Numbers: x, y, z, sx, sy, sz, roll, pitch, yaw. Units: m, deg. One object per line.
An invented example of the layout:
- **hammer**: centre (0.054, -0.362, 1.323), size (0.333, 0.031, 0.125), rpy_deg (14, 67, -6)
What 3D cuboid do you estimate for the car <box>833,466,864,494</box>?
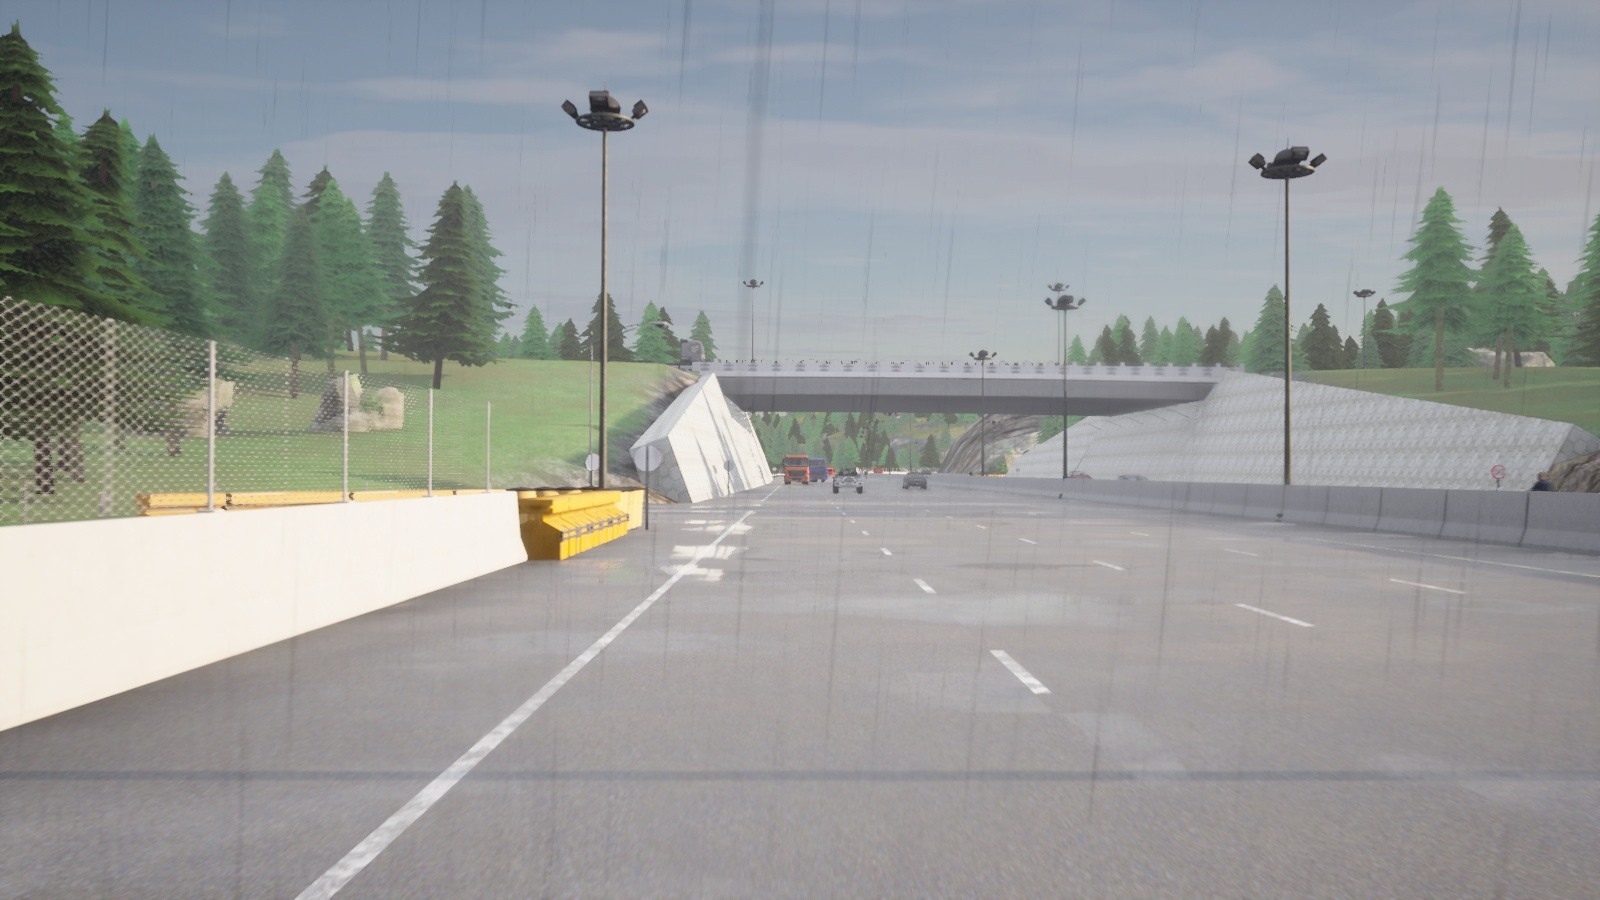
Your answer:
- **car**: centre (3.291, 2.058, 86.078), size (1.932, 1.855, 4.605), rpy_deg (0, -1, 0)
